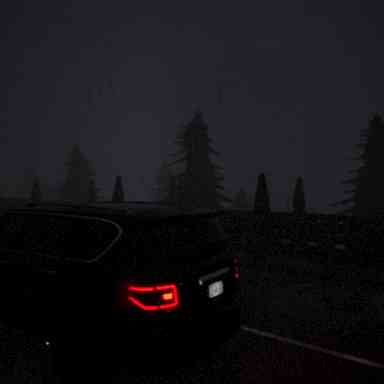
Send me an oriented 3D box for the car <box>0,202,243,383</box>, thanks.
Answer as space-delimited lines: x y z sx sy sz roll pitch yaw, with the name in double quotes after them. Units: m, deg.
-1.909 1.170 5.356 5.566 2.045 2.150 1 0 36 "car"
